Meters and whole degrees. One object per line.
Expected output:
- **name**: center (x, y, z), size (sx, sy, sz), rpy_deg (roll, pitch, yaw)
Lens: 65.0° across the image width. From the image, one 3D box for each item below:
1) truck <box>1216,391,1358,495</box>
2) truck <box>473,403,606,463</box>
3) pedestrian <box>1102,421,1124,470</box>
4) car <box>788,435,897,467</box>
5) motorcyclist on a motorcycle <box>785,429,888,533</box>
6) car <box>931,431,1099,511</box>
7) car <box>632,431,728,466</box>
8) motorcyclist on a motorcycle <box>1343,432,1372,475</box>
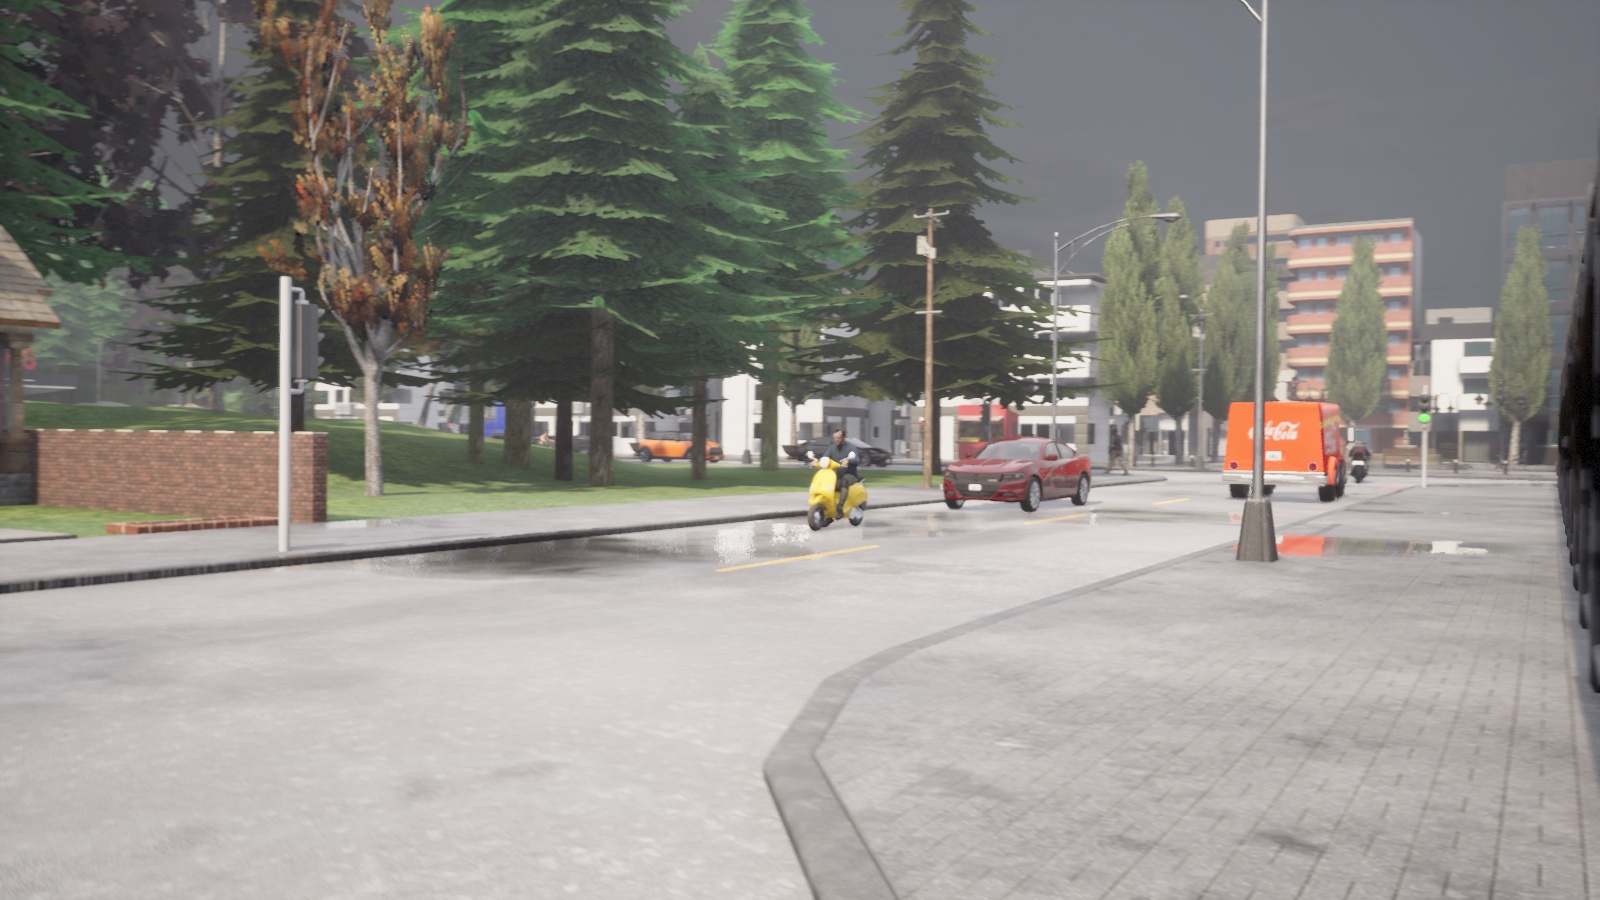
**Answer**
- **truck**: center (12.768, -0.211, 32.688), size (2.627, 2.467, 5.204), rpy_deg (0, 1, 31)
- **truck**: center (-15.748, -0.976, 75.585), size (7.936, 3.462, 2.891), rpy_deg (0, 1, 31)
- **pedestrian**: center (11.917, -0.178, 47.746), size (0.703, 1.840, 0.431), rpy_deg (0, 1, 34)
- **car**: center (2.010, 0.044, 60.401), size (4.792, 1.488, 2.163), rpy_deg (0, 1, 31)
- **motorcyclist on a motorcycle**: center (0.609, 0.458, 20.079), size (0.866, 1.590, 1.817), rpy_deg (0, 1, 30)
- **car**: center (4.731, 0.375, 26.992), size (1.882, 1.535, 5.008), rpy_deg (0, 1, 31)
- **car**: center (-6.243, -0.091, 65.283), size (4.553, 1.767, 2.097), rpy_deg (0, 1, 31)
- **motorcyclist on a motorcycle**: center (20.222, 0.111, 45.519), size (0.866, 1.530, 2.191), rpy_deg (-1, 0, 26)
